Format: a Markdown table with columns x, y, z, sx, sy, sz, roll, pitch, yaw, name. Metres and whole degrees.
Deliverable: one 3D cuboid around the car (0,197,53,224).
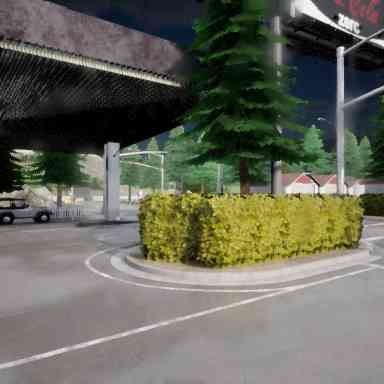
| x | y | z | sx | sy | sz | roll | pitch | yaw | name |
| --- | --- | --- | --- | --- | --- | --- | --- | --- | --- |
| -12.012 | 1.313 | 23.449 | 3.866 | 1.878 | 1.905 | 0 | 0 | -36 | car |
